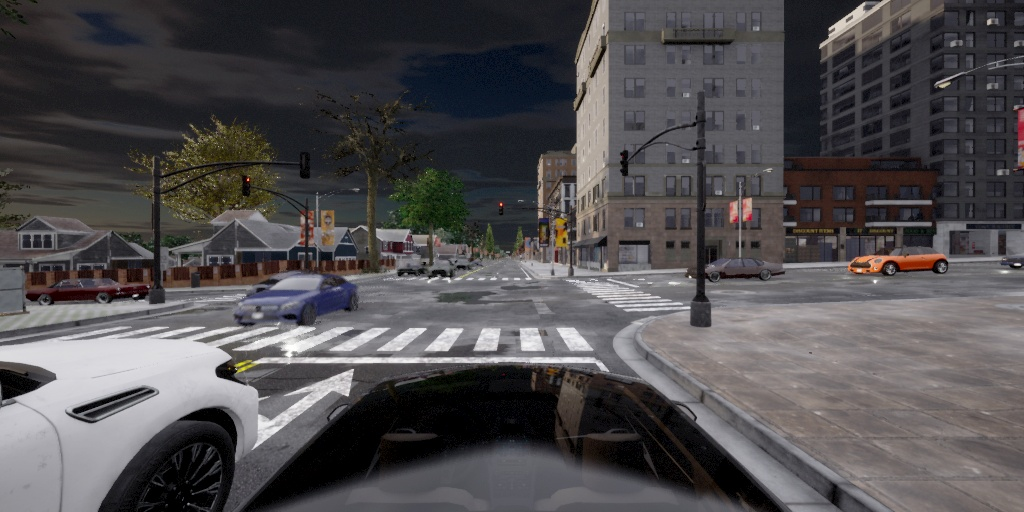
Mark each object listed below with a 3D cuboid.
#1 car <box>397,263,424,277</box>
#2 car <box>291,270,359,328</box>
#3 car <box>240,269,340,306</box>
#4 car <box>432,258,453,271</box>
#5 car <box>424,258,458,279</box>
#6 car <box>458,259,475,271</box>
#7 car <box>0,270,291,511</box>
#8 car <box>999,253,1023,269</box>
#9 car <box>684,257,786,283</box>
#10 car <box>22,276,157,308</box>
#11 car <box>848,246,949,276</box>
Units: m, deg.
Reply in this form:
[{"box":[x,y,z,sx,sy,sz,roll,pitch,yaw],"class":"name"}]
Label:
[{"box":[-9.876,1.367,35.605,1.895,1.301,4.718,0,0,0],"class":"car"},{"box":[-6.598,1.299,11.633,1.812,1.442,4.674,0,0,0],"class":"car"},{"box":[-9.880,1.343,16.413,1.994,1.385,4.181,0,-1,0],"class":"car"},{"box":[-9.883,1.143,51.023,2.097,1.767,4.553,0,0,0],"class":"car"},{"box":[-6.400,1.115,32.831,2.097,1.767,4.553,0,0,-4],"class":"car"},{"box":[-6.635,1.139,48.886,2.097,1.767,4.553,0,0,0],"class":"car"},{"box":[-3.146,0.972,0.537,2.150,2.045,5.566,0,0,0],"class":"car"},{"box":[33.568,0.038,21.934,5.357,1.411,2.033,-2,0,0],"class":"car"},{"box":[13.509,0.793,21.871,5.357,1.411,2.033,-2,0,0],"class":"car"},{"box":[-21.637,1.807,18.517,4.718,1.301,1.895,-2,0,0],"class":"car"},{"box":[23.428,0.218,21.902,4.553,1.767,2.097,-2,0,0],"class":"car"}]
